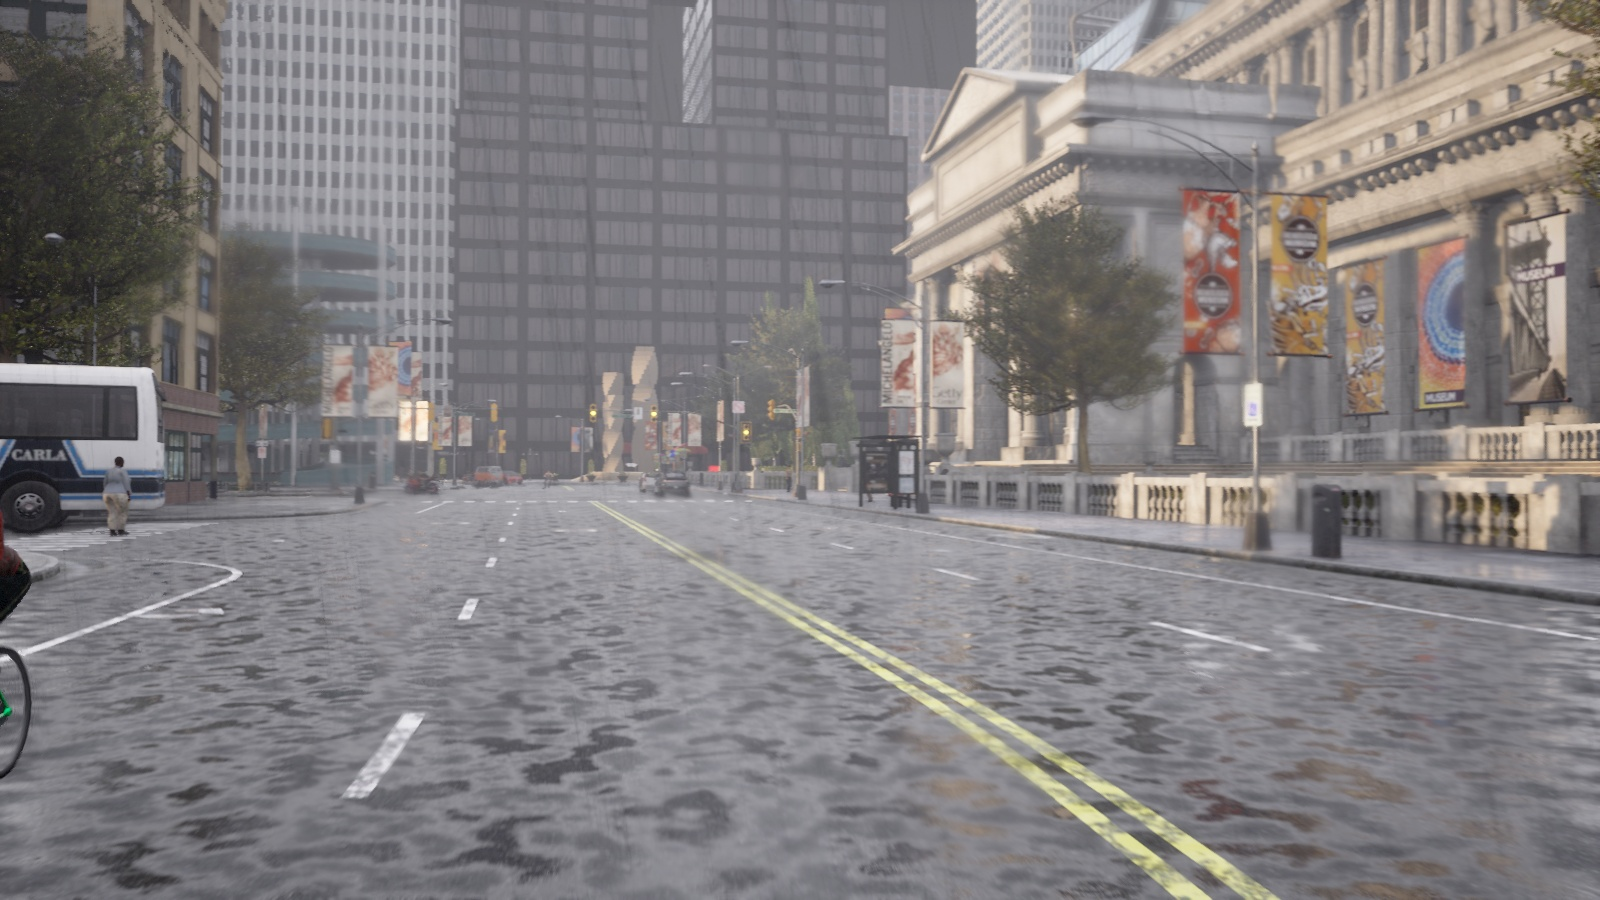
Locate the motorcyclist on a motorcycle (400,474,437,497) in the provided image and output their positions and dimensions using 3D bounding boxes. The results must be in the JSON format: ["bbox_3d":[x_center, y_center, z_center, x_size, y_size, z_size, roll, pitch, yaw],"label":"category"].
[{"bbox_3d":[-25.484,2.383,83.974,2.191,1.530,0.866,0,0,4],"label":"motorcyclist on a motorcycle"}]

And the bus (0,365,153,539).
[{"bbox_3d":[-22.174,0.077,31.545,10.273,4.253,3.944,0,-1,-24],"label":"bus"}]

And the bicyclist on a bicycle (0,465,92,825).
[{"bbox_3d":[-3.928,0.884,5.799,0.582,1.620,1.656,0,-1,-8],"label":"bicyclist on a bicycle"}]

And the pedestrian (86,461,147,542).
[{"bbox_3d":[-15.932,1.191,29.277,0.874,1.855,0.900,0,-1,12],"label":"pedestrian"}]

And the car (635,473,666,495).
[{"bbox_3d":[-10.679,2.379,89.345,1.845,1.501,3.633,0,-1,-12],"label":"car"}]

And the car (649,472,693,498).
[{"bbox_3d":[-7.852,2.083,75.971,2.128,1.511,4.902,0,-1,-12],"label":"car"}]
